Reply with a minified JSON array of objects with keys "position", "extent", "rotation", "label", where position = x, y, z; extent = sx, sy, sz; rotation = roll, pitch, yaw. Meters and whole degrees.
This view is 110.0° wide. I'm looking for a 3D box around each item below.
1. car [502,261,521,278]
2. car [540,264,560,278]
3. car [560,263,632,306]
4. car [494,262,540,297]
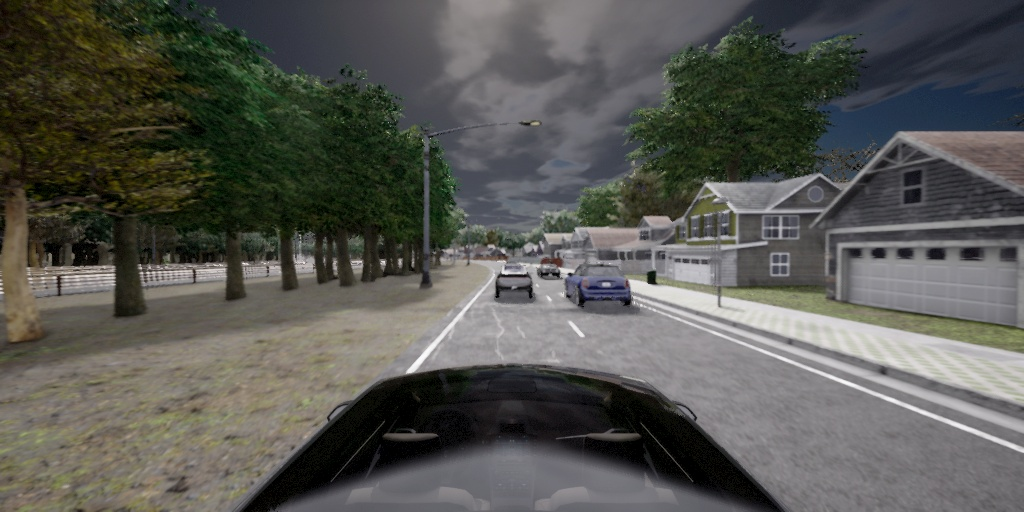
[{"position":[-0.115,1.331,36.767],"extent":[1.837,1.490,4.892],"rotation":[0,0,-2],"label":"car"},{"position":[3.448,1.419,34.831],"extent":[1.895,1.301,4.718],"rotation":[0,0,-1],"label":"car"},{"position":[3.600,1.107,15.801],"extent":[2.097,1.767,4.553],"rotation":[0,0,0],"label":"car"},{"position":[0.100,1.255,18.841],"extent":[2.128,1.511,4.902],"rotation":[0,0,0],"label":"car"}]
